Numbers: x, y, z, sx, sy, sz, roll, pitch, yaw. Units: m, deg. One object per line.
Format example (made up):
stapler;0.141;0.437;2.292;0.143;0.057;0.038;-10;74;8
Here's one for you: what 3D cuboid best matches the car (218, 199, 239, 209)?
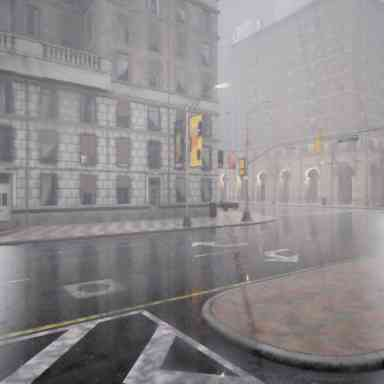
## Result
car;4.039;1.601;43.919;1.895;1.301;4.718;0;0;-36
